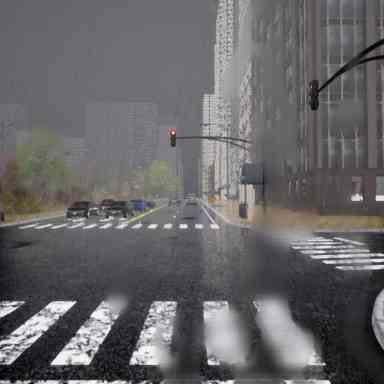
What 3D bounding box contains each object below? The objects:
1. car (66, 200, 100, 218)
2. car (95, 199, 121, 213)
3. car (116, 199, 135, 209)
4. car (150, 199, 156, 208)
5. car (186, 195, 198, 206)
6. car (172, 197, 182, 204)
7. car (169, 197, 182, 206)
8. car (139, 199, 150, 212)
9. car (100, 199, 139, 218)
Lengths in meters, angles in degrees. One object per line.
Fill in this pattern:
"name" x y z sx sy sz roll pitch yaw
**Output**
"car" -9.841 1.555 30.260 1.837 1.490 4.892 0 0 0
"car" -9.841 1.585 39.441 1.837 1.490 4.892 0 0 0
"car" -9.836 1.723 49.372 1.895 1.301 4.718 0 0 0
"car" -6.585 1.725 49.861 1.895 1.301 4.718 0 0 0
"car" 0.006 1.721 58.932 2.033 1.411 5.357 0 0 0
"car" -3.188 1.773 70.600 1.812 1.442 4.674 0 0 0
"car" -3.145 1.672 59.998 2.128 1.511 4.902 0 0 0
"car" -6.592 1.558 39.684 1.882 1.535 5.008 0 0 0
"car" -6.561 1.557 30.611 1.837 1.490 4.892 0 0 2
